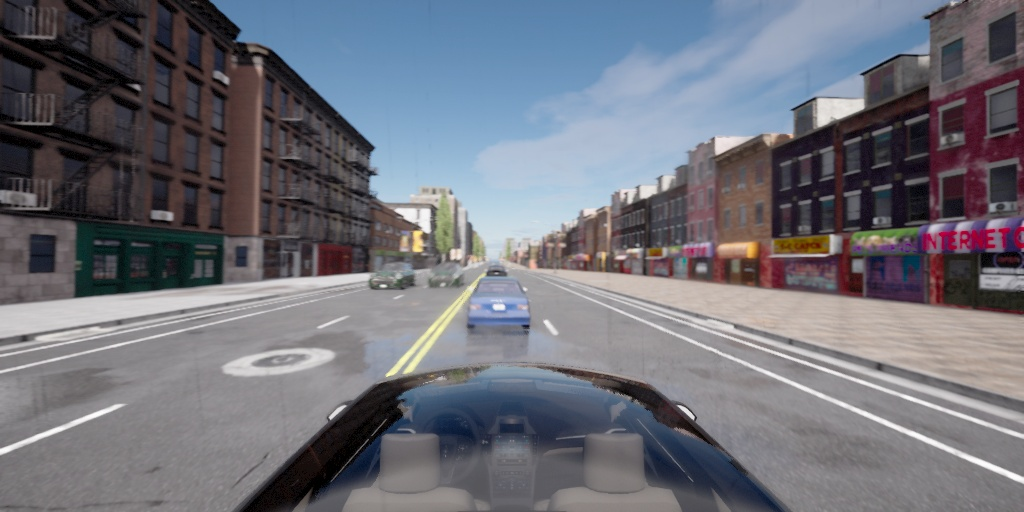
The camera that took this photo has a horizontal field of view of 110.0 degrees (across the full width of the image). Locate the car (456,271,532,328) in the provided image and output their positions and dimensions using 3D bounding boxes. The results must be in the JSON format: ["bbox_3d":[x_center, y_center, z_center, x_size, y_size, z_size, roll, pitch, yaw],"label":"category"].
[{"bbox_3d":[-0.444,1.373,11.635,2.033,1.411,5.357,1,-1,-3],"label":"car"}]

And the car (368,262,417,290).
[{"bbox_3d":[-7.696,1.220,23.450,2.097,1.767,4.553,1,-1,-3],"label":"car"}]

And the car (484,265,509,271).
[{"bbox_3d":[-1.379,1.562,31.709,1.837,1.490,4.892,1,-1,-3],"label":"car"}]

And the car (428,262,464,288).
[{"bbox_3d":[-4.525,1.286,25.239,2.097,1.767,4.553,1,-1,-3],"label":"car"}]
